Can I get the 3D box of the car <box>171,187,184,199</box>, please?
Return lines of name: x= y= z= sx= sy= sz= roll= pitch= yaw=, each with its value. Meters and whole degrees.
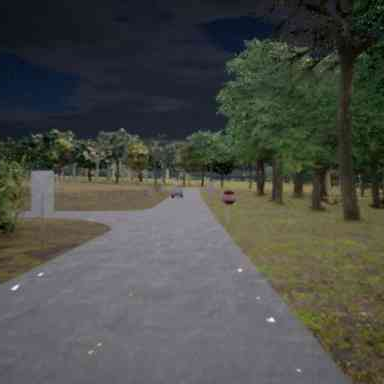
car: x=-2.759 y=0.158 z=62.774 sx=2.150 sy=2.045 sz=5.566 roll=0 pitch=2 yaw=0
